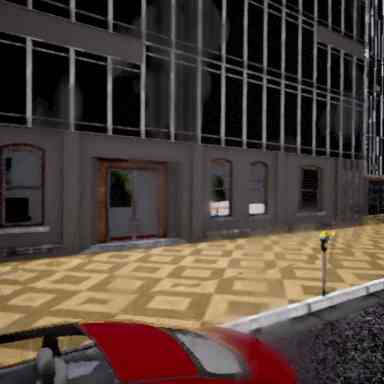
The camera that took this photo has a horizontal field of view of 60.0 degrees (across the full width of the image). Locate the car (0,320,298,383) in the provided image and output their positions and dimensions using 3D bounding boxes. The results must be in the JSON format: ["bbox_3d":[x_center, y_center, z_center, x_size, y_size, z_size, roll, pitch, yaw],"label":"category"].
[{"bbox_3d":[-1.081,1.547,1.729,4.206,1.307,1.802,0,1,-34],"label":"car"}]
